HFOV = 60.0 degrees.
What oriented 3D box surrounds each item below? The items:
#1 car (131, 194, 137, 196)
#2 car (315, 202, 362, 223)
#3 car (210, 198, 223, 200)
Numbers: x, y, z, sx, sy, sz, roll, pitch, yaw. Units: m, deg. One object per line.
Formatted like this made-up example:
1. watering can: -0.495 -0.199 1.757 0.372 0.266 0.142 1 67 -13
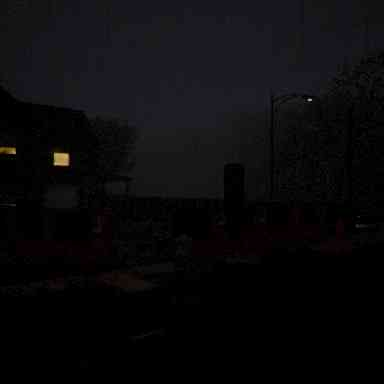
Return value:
1. car: -9.553 1.156 53.164 2.097 1.767 4.553 0 0 -36
2. car: 10.372 1.473 25.266 1.812 1.442 4.674 0 0 -36
3. car: 2.672 1.422 35.985 1.812 1.442 4.674 0 1 -36
